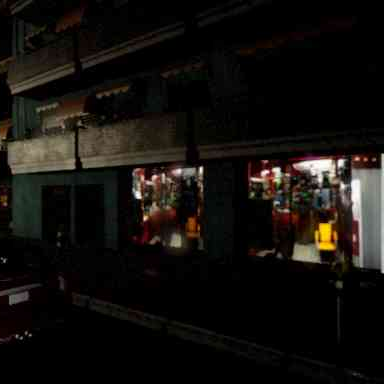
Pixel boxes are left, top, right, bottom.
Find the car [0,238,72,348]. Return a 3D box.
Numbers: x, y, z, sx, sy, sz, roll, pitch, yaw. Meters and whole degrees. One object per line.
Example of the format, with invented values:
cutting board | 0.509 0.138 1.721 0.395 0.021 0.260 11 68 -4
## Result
car | -3.946 1.494 5.696 4.097 1.590 1.967 -1 0 36
